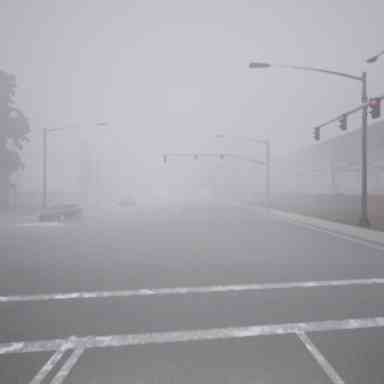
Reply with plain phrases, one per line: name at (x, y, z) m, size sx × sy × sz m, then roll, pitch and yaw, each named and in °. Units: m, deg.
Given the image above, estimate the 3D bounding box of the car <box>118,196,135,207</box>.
car at (-10.465, 1.463, 53.545) m, size 2.097 × 1.767 × 4.553 m, roll 0°, pitch 0°, yaw 0°

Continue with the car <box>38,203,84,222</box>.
car at (-10.866, 1.707, 27.936) m, size 1.837 × 1.490 × 4.892 m, roll 0°, pitch 1°, yaw 9°
